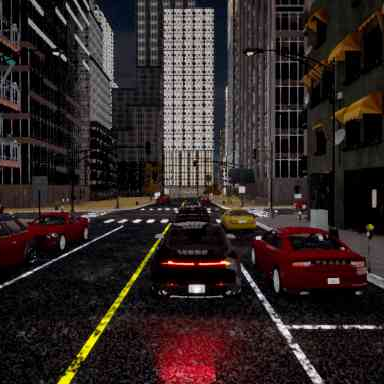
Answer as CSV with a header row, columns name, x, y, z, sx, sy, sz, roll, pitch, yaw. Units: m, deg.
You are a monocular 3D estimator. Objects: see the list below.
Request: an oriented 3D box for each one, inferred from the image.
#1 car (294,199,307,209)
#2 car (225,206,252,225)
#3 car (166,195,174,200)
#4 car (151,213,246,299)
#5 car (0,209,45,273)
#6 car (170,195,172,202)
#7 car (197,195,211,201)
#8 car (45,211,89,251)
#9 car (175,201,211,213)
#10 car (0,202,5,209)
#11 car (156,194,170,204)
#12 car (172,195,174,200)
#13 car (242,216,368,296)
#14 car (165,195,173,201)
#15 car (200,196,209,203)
name,x,y,z,sx,sy,sz,roll,pitch,yaw
car,14.176,1.254,38.698,4.507,1.381,1.887,-1,1,-1
car,2.644,1.522,19.721,1.752,1.417,4.829,-1,0,0
car,-5.875,1.541,90.859,1.887,1.381,4.507,-1,0,0
car,0.082,1.503,8.434,1.837,1.490,4.892,0,0,0
car,-5.716,1.438,8.502,1.967,1.590,4.097,-1,0,0
car,-5.834,1.310,68.622,2.192,1.841,5.009,-1,0,0
car,2.558,1.435,63.077,1.967,1.590,4.097,-1,0,0
car,-5.726,1.542,14.026,1.887,1.381,4.507,-1,0,0
car,0.060,1.475,18.706,1.882,1.535,5.008,0,0,0
car,-23.922,1.744,38.300,4.097,1.590,1.967,-1,1,-1
car,-5.821,1.540,63.062,1.887,1.381,4.507,-1,0,0
car,-5.845,1.310,74.181,2.192,1.841,5.009,-1,0,0
car,2.666,1.543,8.504,1.887,1.381,4.507,-1,0,0
car,-5.865,1.521,85.130,1.752,1.417,4.829,-1,0,0
car,2.548,1.520,68.807,1.752,1.417,4.829,-1,0,0
